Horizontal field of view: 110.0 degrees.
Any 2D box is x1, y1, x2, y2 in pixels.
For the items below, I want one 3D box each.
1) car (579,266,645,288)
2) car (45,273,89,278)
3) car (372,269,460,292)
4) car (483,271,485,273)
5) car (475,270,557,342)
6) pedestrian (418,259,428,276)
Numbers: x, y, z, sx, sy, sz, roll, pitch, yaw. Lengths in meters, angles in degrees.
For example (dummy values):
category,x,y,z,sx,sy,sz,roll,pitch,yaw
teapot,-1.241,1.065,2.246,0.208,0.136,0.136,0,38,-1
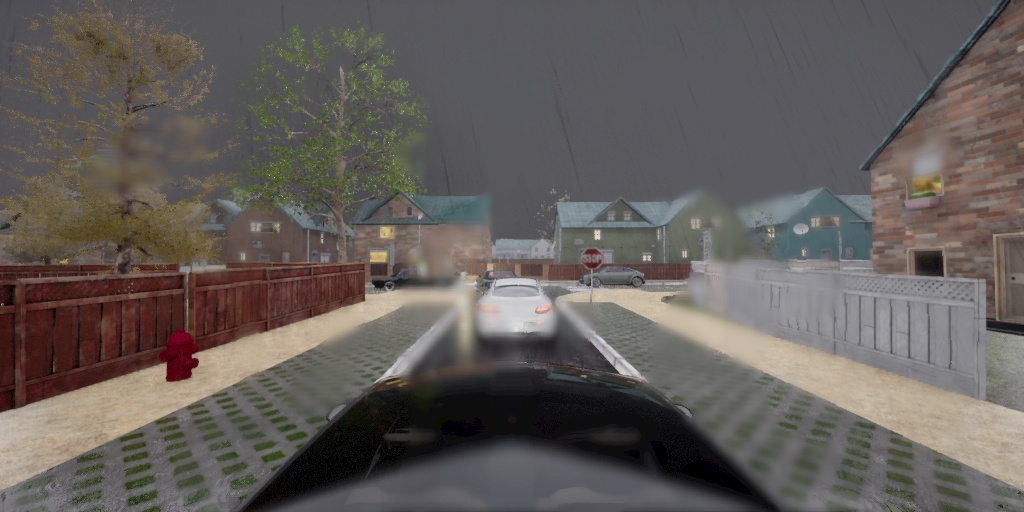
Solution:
category,x,y,z,sx,sy,sz,roll,pitch,yaw
car,6.547,1.344,23.677,4.181,1.385,1.994,0,-1,1
car,-25.600,1.632,21.169,4.718,1.301,1.895,-1,-1,1
car,-5.475,1.416,20.891,4.718,1.301,1.895,-1,-1,1
car,-0.750,1.366,18.504,1.895,1.301,4.718,0,-1,-12
car,0.106,1.279,9.685,1.812,1.442,4.674,0,0,0
pedestrian,-6.691,1.118,26.777,0.375,1.860,0.375,0,-1,1
